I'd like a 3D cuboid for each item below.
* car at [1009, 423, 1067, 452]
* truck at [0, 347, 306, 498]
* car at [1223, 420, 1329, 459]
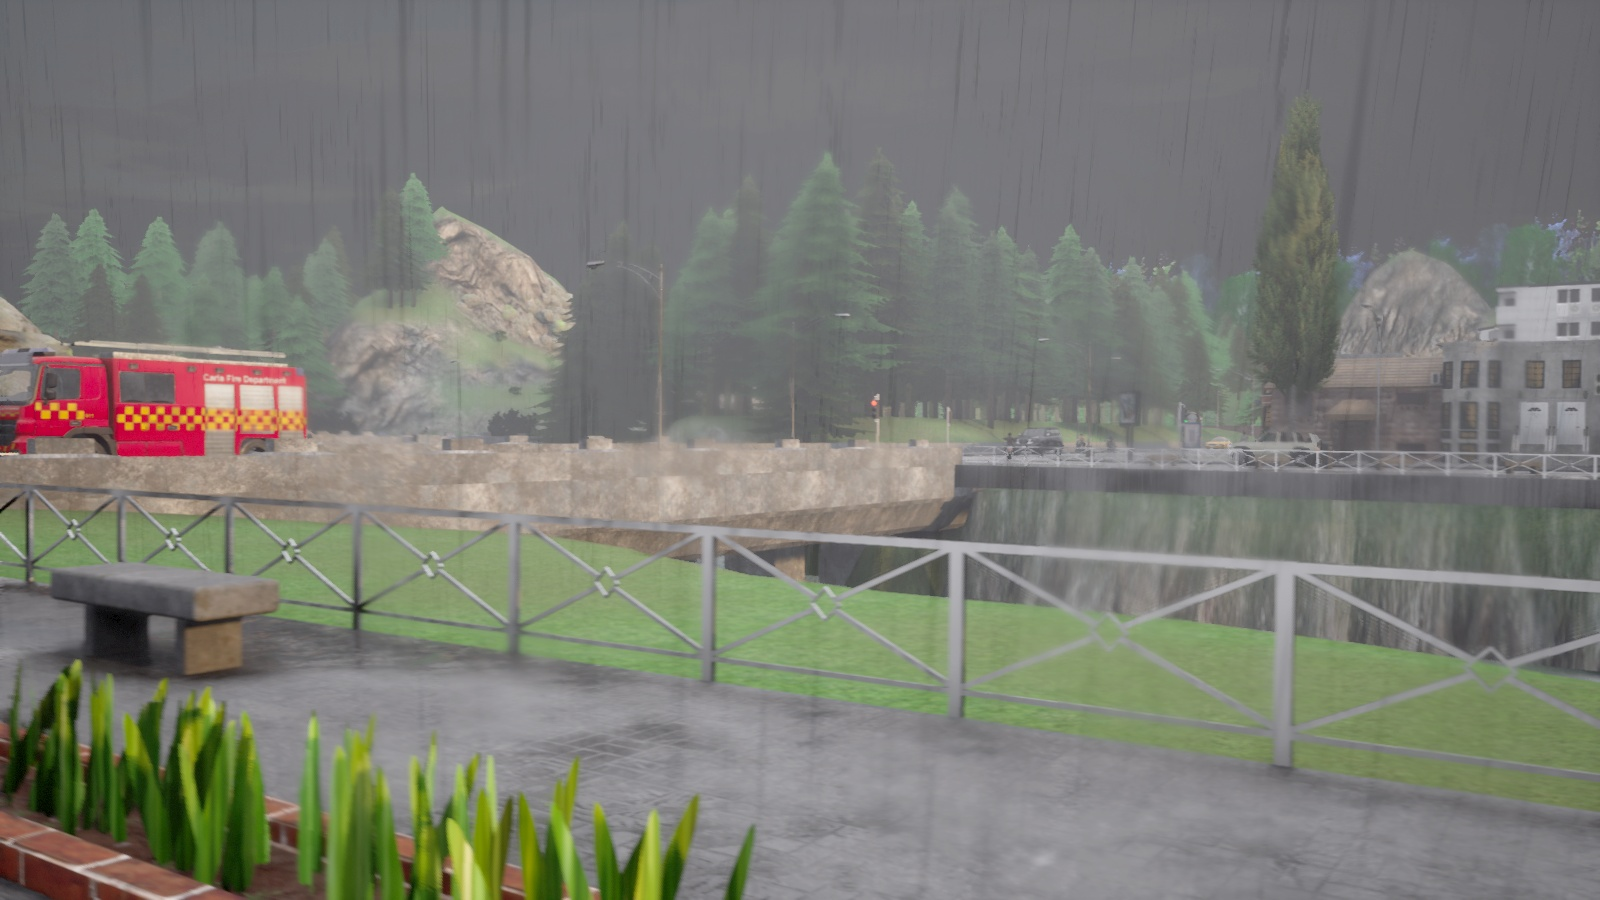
[{"bbox_3d":[17.228,-0.941,90.536,2.150,2.045,5.566,0,1,33],"label":"car"},{"bbox_3d":[-18.875,-0.756,36.205,2.891,3.827,8.468,0,1,34],"label":"truck"},{"bbox_3d":[23.663,-0.519,62.501,4.605,1.855,1.932,0,1,34],"label":"car"}]
